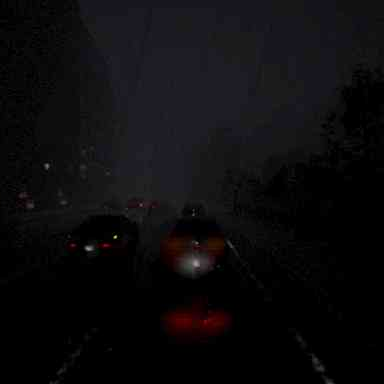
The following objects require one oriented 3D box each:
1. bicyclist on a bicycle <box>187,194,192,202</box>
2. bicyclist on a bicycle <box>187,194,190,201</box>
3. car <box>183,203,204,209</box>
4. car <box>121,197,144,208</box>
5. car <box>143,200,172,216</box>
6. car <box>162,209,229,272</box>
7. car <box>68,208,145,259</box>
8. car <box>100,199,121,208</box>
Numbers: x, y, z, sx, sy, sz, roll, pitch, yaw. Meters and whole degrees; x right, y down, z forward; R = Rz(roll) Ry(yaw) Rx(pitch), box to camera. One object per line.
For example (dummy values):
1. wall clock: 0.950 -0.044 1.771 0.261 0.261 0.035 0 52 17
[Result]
1. bicyclist on a bicycle: -0.312 1.487 77.102 0.659 1.776 1.843 0 0 -3
2. bicyclist on a bicycle: -0.917 1.497 86.157 0.659 1.776 1.843 0 0 -4
3. car: 0.144 1.648 30.946 1.895 1.301 4.718 0 0 0
4. car: -6.573 1.414 39.275 2.097 1.767 4.553 0 0 0
5. car: -3.106 1.542 32.475 2.128 1.511 4.902 0 0 0
6. car: 0.095 1.522 10.770 1.837 1.490 4.892 0 0 0
7. car: -3.147 1.543 12.513 1.812 1.442 4.674 0 0 0
8. car: -9.828 1.557 40.632 2.128 1.511 4.902 0 0 0
